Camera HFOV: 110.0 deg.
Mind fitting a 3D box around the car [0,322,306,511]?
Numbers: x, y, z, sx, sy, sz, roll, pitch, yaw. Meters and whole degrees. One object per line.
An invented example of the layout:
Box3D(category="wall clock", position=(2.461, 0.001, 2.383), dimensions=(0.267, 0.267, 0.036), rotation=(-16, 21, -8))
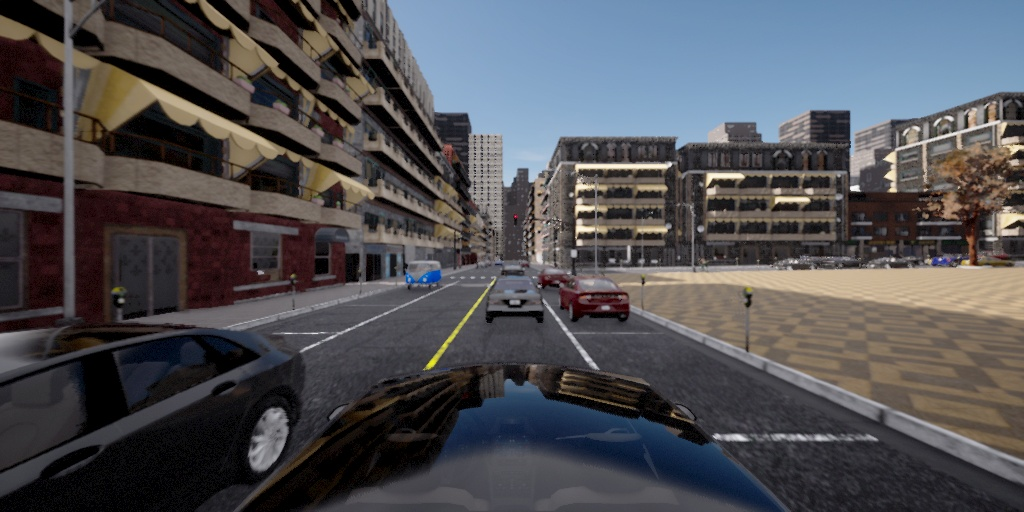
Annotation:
Box3D(category="car", position=(-3.098, 1.256, 1.866), dimensions=(1.837, 1.490, 4.892), rotation=(0, 0, 0))

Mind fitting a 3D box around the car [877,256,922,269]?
Box3D(category="car", position=(43.548, 0.847, 41.188), dimensions=(4.403, 1.370, 2.007), rotation=(0, 0, -1))

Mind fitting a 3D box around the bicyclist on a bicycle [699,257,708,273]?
Box3D(category="bicyclist on a bicycle", position=(20.184, 0.971, 37.867), dimensions=(0.582, 1.620, 1.656), rotation=(-1, 0, -1))

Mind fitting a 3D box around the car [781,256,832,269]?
Box3D(category="car", position=(38.403, 0.853, 46.871), dimensions=(4.902, 1.511, 2.128), rotation=(-1, 0, -1))

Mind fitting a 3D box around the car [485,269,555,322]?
Box3D(category="car", position=(0.084, 1.356, 12.547), dimensions=(2.033, 1.411, 5.357), rotation=(0, 0, 0))

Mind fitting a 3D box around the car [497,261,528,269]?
Box3D(category="car", position=(0.056, 1.378, 28.717), dimensions=(1.882, 1.535, 5.008), rotation=(0, -1, 0))

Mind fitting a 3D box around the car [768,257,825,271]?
Box3D(category="car", position=(32.411, 1.021, 41.011), dimensions=(4.403, 1.370, 2.007), rotation=(0, 0, -1))

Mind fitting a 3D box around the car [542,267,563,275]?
Box3D(category="car", position=(2.653, 1.415, 23.508), dimensions=(1.888, 1.381, 4.507), rotation=(0, 0, 0))

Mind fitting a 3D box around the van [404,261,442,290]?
Box3D(category="van", position=(-5.727, 1.211, 23.495), dimensions=(1.690, 1.789, 3.998), rotation=(0, 0, 0))

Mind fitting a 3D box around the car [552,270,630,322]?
Box3D(category="car", position=(2.673, 1.353, 12.457), dimensions=(1.888, 1.381, 4.507), rotation=(0, 0, 0))

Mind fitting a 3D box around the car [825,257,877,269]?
Box3D(category="car", position=(40.823, 0.825, 43.823), dimensions=(4.902, 1.511, 2.128), rotation=(-1, 0, -1))
